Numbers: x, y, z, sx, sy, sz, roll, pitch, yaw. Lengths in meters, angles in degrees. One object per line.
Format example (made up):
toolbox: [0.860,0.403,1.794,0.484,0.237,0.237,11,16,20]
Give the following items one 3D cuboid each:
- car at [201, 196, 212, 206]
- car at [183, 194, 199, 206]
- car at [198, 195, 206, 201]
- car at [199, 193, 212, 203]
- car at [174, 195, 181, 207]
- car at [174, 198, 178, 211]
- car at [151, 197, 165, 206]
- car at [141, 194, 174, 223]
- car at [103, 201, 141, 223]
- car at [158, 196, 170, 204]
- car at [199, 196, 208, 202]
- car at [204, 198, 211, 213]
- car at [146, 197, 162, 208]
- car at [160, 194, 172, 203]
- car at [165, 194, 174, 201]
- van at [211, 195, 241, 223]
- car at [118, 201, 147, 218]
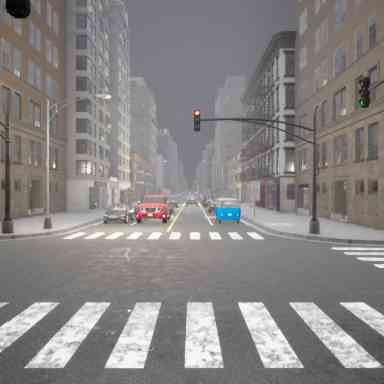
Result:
car: [2.618,1.576,47.694,1.802,1.307,4.206,0,0,0]
car: [-0.023,1.537,54.681,2.033,1.411,5.357,0,0,0]
car: [2.602,1.531,87.463,1.947,1.339,4.313,0,0,0]
car: [2.616,1.305,53.375,2.192,1.841,5.009,0,0,0]
car: [-2.853,1.500,46.933,1.837,1.490,4.892,0,0,0]
car: [-2.866,1.599,35.454,1.895,1.301,4.718,0,0,0]
car: [-5.409,1.556,53.367,1.947,1.339,4.313,0,0,0]
car: [-2.858,1.220,25.637,2.150,2.045,5.566,0,0,0]
car: [-5.399,1.549,24.957,2.008,1.369,4.403,0,0,0]
car: [-5.414,1.548,64.730,1.947,1.339,4.313,0,0,0]
car: [2.607,1.524,76.100,2.008,1.369,4.403,0,0,0]
car: [2.622,1.580,36.331,1.802,1.307,4.206,0,0,0]
car: [-5.407,1.520,47.515,1.752,1.417,4.829,0,0,0]
car: [-5.416,1.293,70.411,2.192,1.841,5.009,0,0,0]
car: [-5.421,1.409,81.775,1.967,1.590,4.097,0,0,0]
van: [2.626,1.340,24.969,1.690,1.788,3.998,0,0,0]
car: [-5.401,1.543,30.638,1.887,1.381,4.507,0,0,0]
